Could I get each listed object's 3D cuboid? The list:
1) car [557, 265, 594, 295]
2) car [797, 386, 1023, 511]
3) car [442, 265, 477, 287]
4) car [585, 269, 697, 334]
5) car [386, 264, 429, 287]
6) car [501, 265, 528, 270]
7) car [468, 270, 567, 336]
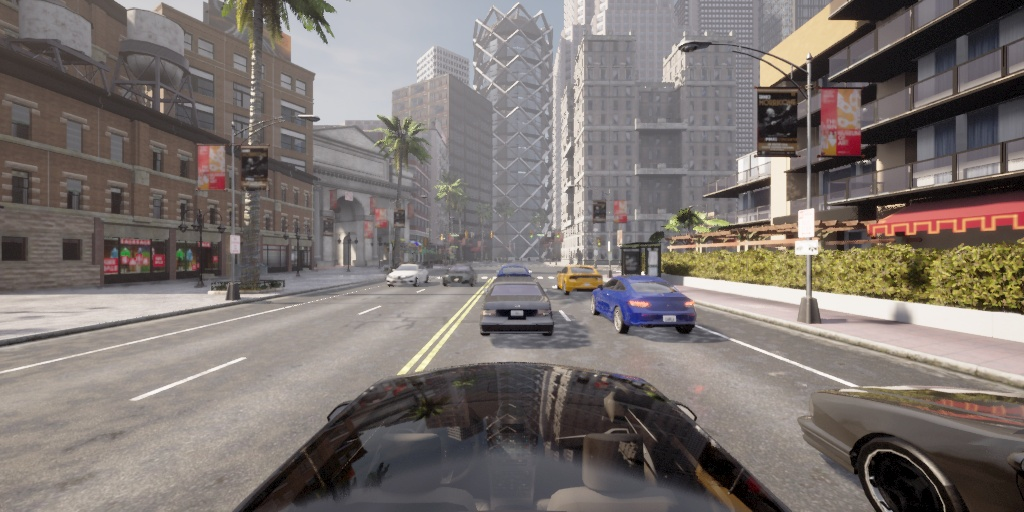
[{"bbox_3d":[3.615,1.228,19.748,1.882,1.535,5.008,0,0,0],"label":"car"},{"bbox_3d":[3.659,1.297,0.883,2.033,1.411,5.357,0,0,-1],"label":"car"},{"bbox_3d":[-3.489,1.315,24.578,1.994,1.385,4.181,0,0,0],"label":"car"},{"bbox_3d":[3.620,1.276,10.549,1.812,1.442,4.674,0,0,0],"label":"car"},{"bbox_3d":[-6.989,1.276,24.500,1.812,1.442,4.674,0,0,0],"label":"car"},{"bbox_3d":[0.116,1.228,20.236,1.882,1.535,5.008,0,0,0],"label":"car"},{"bbox_3d":[0.108,1.297,10.375,2.033,1.411,5.357,0,0,0],"label":"car"}]
